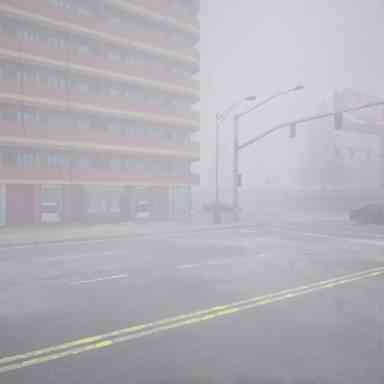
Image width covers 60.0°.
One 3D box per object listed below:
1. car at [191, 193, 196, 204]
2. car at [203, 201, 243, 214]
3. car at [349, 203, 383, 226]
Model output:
[{"bbox_3d":[-1.499,1.221,61.320,2.150,2.045,5.566,0,0,-34],"label":"car"},{"bbox_3d":[3.233,1.601,35.138,1.895,1.301,4.718,0,0,-34],"label":"car"},{"bbox_3d":[12.633,1.477,21.178,1.882,1.535,5.008,0,0,-34],"label":"car"}]
